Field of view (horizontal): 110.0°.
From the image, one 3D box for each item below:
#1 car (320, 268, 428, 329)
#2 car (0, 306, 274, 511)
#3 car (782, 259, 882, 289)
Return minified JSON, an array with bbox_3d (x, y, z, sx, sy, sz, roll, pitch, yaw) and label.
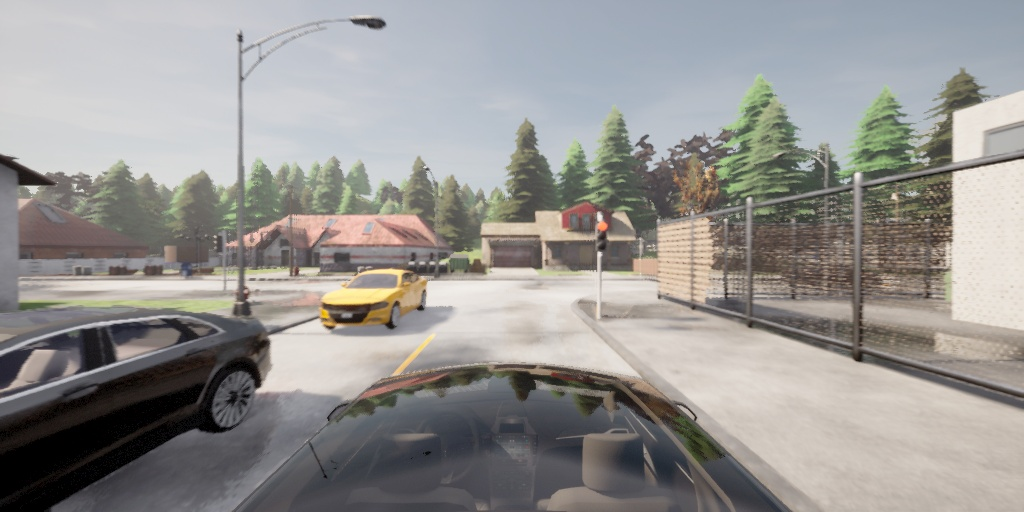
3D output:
[{"bbox_3d":[-4.006,1.160,11.199,1.882,1.535,5.008,0,0,0],"label":"car"},{"bbox_3d":[-4.077,1.237,2.707,2.128,1.511,4.902,0,0,0],"label":"car"},{"bbox_3d":[18.417,1.106,20.740,4.892,1.490,1.837,0,0,1],"label":"car"}]
